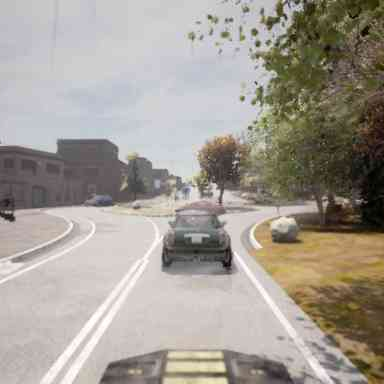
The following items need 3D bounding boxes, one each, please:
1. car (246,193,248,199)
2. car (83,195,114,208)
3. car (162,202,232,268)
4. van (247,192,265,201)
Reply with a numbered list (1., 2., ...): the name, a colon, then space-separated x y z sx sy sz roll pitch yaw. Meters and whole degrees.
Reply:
1. car: 18.324 1.705 93.526 4.792 1.488 2.163 0 1 1
2. car: -13.148 1.259 47.056 2.097 1.767 4.553 -1 -1 28
3. car: 0.187 1.403 11.692 2.097 1.767 4.553 0 0 1
4. van: 18.121 1.499 90.752 4.442 1.987 1.878 0 1 1
